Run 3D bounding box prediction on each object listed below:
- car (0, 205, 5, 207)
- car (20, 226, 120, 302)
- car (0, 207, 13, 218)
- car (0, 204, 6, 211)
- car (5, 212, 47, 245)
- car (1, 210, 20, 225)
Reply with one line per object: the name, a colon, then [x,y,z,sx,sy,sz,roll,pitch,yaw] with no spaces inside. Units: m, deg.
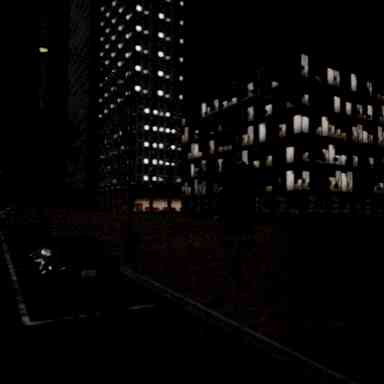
car: [-23.445,2.691,42.385,1.752,1.417,4.829,3,-3,-31]
car: [-3.265,1.811,8.840,1.947,1.339,4.313,3,-3,-31]
car: [-17.617,2.449,32.696,2.008,1.369,4.403,3,-3,-31]
car: [-46.319,3.662,80.412,1.967,1.590,4.097,3,-3,-31]
car: [-9.005,2.051,18.382,1.887,1.381,4.507,3,-3,-31]
car: [-11.875,2.187,23.153,2.008,1.369,4.403,3,-3,-31]
